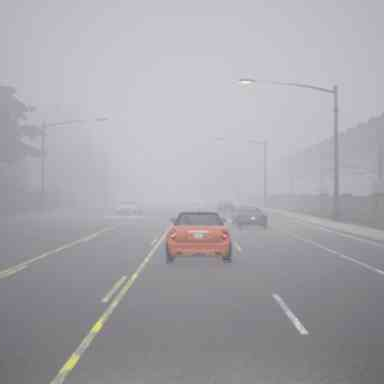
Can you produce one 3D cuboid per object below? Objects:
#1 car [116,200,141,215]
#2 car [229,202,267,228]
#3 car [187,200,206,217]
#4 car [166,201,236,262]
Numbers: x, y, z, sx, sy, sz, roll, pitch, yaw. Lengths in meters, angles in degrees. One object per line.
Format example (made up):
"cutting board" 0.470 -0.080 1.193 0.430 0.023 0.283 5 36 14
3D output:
"car" -6.609 1.599 35.106 1.812 1.442 4.674 0 0 1
"car" 3.853 1.620 22.869 1.994 1.385 4.181 0 0 1
"car" 0.473 1.598 33.386 1.812 1.442 4.674 0 0 1
"car" 0.232 1.379 12.349 2.097 1.767 4.553 0 0 1
